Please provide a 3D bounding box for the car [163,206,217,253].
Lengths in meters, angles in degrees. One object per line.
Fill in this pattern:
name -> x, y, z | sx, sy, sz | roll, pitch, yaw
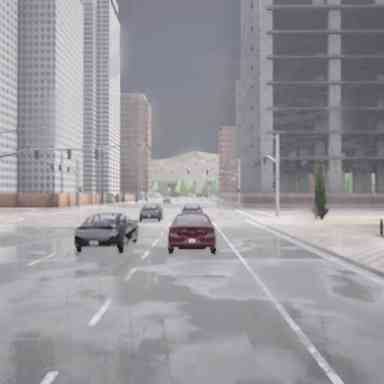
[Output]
car -> 0.009, 1.615, 14.476 | 1.882, 1.535, 5.008 | 0, 0, 0

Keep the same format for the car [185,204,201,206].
car -> 0.083, 1.769, 29.301 | 2.128, 1.511, 4.902 | 0, 0, 3

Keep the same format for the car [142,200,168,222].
car -> -3.549, 1.769, 29.295 | 2.128, 1.511, 4.902 | 0, 0, -2

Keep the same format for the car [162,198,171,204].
car -> -6.726, 2.325, 87.846 | 1.837, 1.490, 4.892 | 0, -1, 1

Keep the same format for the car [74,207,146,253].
car -> -3.493, 1.628, 14.293 | 2.128, 1.511, 4.902 | 0, 0, 0
